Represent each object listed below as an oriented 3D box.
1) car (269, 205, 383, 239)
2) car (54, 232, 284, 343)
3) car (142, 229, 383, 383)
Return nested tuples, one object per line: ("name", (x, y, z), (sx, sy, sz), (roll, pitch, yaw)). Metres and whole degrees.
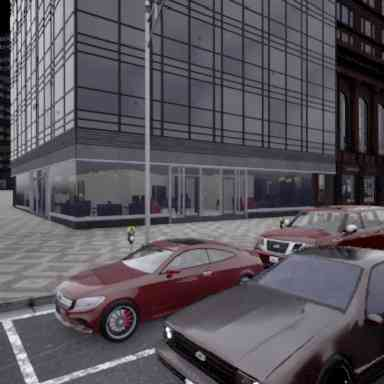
("car", (4.033, 1.331, 9.545), (5.009, 1.841, 2.192), (0, 0, -36))
("car", (-0.380, 1.588, 6.387), (4.206, 1.307, 1.802), (0, 0, -36))
("car", (2.185, 1.555, 4.822), (5.357, 1.411, 2.033), (0, 0, -36))
